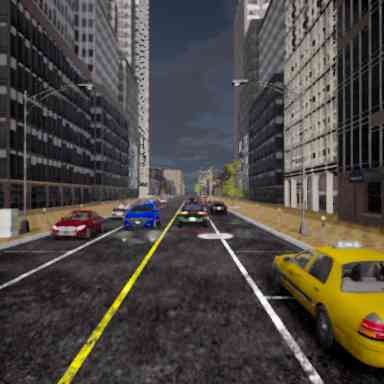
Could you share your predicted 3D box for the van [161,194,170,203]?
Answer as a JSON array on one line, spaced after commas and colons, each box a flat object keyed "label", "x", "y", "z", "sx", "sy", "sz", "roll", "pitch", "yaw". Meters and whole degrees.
[{"label": "van", "x": -5.859, "y": 1.399, "z": 74.125, "sx": 1.690, "sy": 1.788, "sz": 3.998, "roll": 0, "pitch": 0, "yaw": 0}]

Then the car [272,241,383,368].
[{"label": "car", "x": 2.679, "y": 1.534, "z": 5.994, "sx": 1.752, "sy": 1.417, "sz": 4.829, "roll": 0, "pitch": 0, "yaw": 0}]

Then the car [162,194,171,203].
[{"label": "car", "x": -5.847, "y": 1.496, "z": 68.431, "sx": 1.967, "sy": 1.590, "sz": 4.097, "roll": 0, "pitch": 0, "yaw": 0}]

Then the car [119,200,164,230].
[{"label": "car", "x": -3.147, "y": 1.502, "z": 21.713, "sx": 1.882, "sy": 1.535, "sz": 5.008, "roll": 0, "pitch": 0, "yaw": 0}]

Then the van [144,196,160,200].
[{"label": "van", "x": -5.794, "y": 1.385, "z": 45.664, "sx": 1.690, "sy": 1.788, "sz": 3.998, "roll": 0, "pitch": 0, "yaw": 0}]

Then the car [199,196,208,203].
[{"label": "car", "x": 2.520, "y": 1.585, "z": 74.299, "sx": 1.752, "sy": 1.417, "sz": 4.829, "roll": 0, "pitch": 0, "yaw": 0}]

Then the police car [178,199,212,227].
[{"label": "police car", "x": 0.045, "y": 1.529, "z": 23.207, "sx": 2.038, "sy": 1.542, "sz": 4.974, "roll": 0, "pitch": 0, "yaw": 0}]

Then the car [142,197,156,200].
[{"label": "car", "x": -5.781, "y": 1.584, "z": 39.971, "sx": 1.887, "sy": 1.381, "sz": 4.507, "roll": 0, "pitch": 0, "yaw": 0}]

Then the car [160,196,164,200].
[{"label": "car", "x": -5.808, "y": 1.630, "z": 51.356, "sx": 1.802, "sy": 1.307, "sz": 4.206, "roll": 0, "pitch": 0, "yaw": 0}]

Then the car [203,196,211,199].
[{"label": "car", "x": 2.561, "y": 1.492, "z": 57.052, "sx": 1.967, "sy": 1.590, "sz": 4.097, "roll": 0, "pitch": 0, "yaw": 0}]

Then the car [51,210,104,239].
[{"label": "car", "x": -5.728, "y": 1.601, "z": 17.201, "sx": 1.802, "sy": 1.307, "sz": 4.206, "roll": 0, "pitch": 0, "yaw": 0}]

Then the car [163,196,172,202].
[{"label": "car", "x": -5.874, "y": 1.626, "z": 79.817, "sx": 1.947, "sy": 1.339, "sz": 4.313, "roll": 0, "pitch": 0, "yaw": 0}]

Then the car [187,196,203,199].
[{"label": "car", "x": 0.002, "y": 1.472, "z": 41.496, "sx": 2.033, "sy": 1.649, "sz": 4.856, "roll": 0, "pitch": 0, "yaw": 0}]

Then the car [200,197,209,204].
[{"label": "car", "x": 2.533, "y": 1.640, "z": 68.437, "sx": 1.802, "sy": 1.307, "sz": 4.206, "roll": 0, "pitch": 0, "yaw": 0}]

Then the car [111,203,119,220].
[{"label": "car", "x": -5.755, "y": 1.581, "z": 28.587, "sx": 2.008, "sy": 1.369, "sz": 4.403, "roll": 0, "pitch": 0, "yaw": 0}]

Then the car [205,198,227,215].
[{"label": "car", "x": 2.613, "y": 1.602, "z": 34.286, "sx": 1.947, "sy": 1.339, "sz": 4.313, "roll": 0, "pitch": 0, "yaw": 0}]
